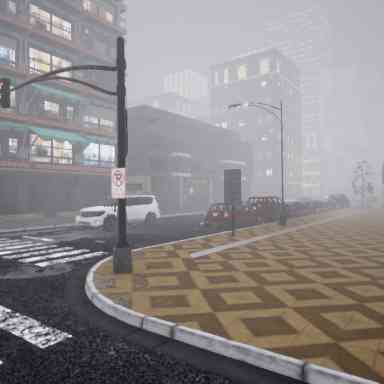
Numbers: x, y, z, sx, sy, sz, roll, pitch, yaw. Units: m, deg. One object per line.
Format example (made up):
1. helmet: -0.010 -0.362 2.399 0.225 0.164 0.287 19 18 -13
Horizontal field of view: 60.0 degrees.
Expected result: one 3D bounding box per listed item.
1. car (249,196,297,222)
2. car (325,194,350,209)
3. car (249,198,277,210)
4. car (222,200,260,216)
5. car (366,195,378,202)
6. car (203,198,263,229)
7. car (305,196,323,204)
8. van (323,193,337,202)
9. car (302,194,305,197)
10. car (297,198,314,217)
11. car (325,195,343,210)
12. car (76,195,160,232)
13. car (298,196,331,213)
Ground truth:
1. car: 5.797 1.215 25.242 2.192 1.841 5.009 -1 0 36
2. car: 19.047 1.167 43.268 2.192 1.841 5.009 -1 0 36
3. car: 9.287 1.489 43.290 1.752 1.417 4.829 -1 0 36
4. car: 4.998 1.518 33.286 1.994 1.385 4.181 -1 0 36
5. car: 35.611 1.333 65.801 1.887 1.381 4.507 -1 0 36
6. car: 2.486 1.352 20.734 1.967 1.590 4.097 -1 0 36
7. car: 22.536 1.439 61.317 1.752 1.417 4.829 -1 0 36
8. van: 29.260 1.229 70.468 1.690 1.788 3.998 -1 0 36
9. car: 16.245 1.406 48.430 1.882 1.535 5.008 -1 0 36
10. car: 9.112 1.470 29.747 1.802 1.307 4.206 -1 0 36
11. car: 15.737 1.415 38.761 2.008 1.369 4.403 -1 0 36
12. car: -4.356 1.210 20.573 2.150 2.045 5.566 -1 0 36
13. car: 12.425 1.421 34.254 1.887 1.381 4.507 -1 0 36
